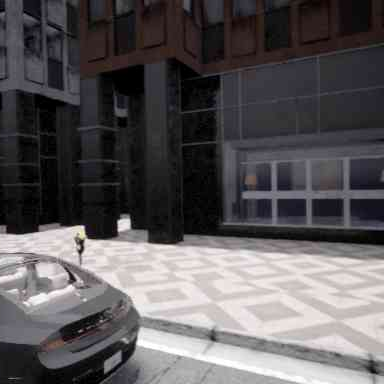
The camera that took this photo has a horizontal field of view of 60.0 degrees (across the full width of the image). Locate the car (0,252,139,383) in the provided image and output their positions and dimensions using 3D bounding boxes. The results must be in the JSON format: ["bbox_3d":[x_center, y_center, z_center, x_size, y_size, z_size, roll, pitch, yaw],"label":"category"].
[{"bbox_3d":[-2.772,1.497,4.318,4.403,1.369,2.008,0,1,26],"label":"car"}]
